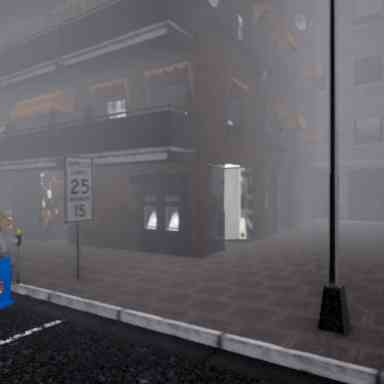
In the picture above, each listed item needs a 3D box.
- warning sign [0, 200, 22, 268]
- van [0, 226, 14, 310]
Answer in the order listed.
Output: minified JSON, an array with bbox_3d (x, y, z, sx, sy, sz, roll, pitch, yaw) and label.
[{"bbox_3d":[-5.775,1.181,9.448,1.060,1.860,1.300,0,0,33],"label":"warning sign"},{"bbox_3d":[-5.029,1.403,6.108,3.998,1.788,1.690,-1,1,33],"label":"van"}]
